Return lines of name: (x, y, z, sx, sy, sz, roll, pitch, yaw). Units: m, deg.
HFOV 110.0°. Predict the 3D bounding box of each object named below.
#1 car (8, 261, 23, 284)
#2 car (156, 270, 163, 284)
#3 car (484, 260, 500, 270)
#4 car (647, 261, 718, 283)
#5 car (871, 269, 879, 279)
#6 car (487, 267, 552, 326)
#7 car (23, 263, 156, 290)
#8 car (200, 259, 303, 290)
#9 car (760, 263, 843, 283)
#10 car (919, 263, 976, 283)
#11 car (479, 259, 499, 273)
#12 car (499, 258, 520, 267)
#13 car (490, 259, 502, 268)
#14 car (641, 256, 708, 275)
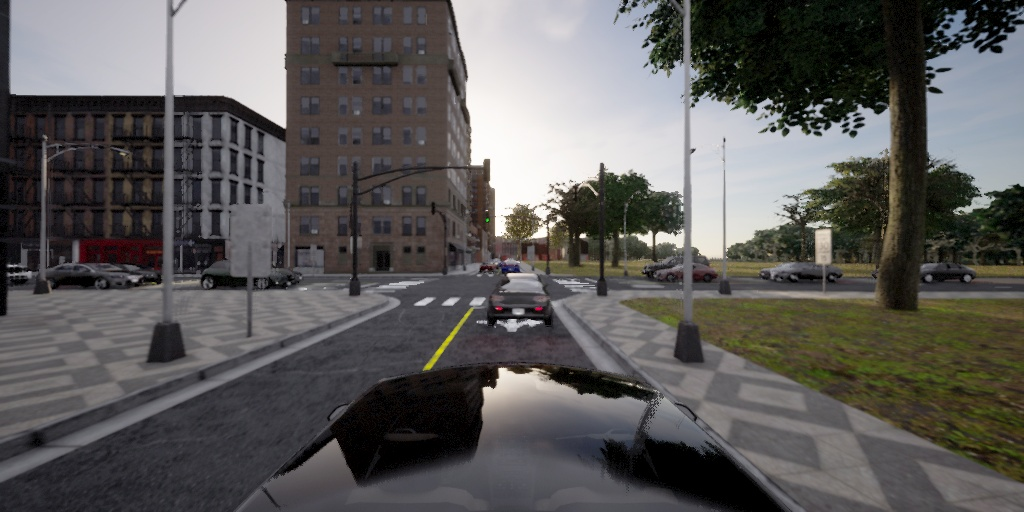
car: (-35.970, 0.926, 24.018, 5.566, 2.045, 2.150, 0, 0, 0)
car: (-25.779, 1.203, 24.026, 4.892, 1.490, 1.837, 0, 0, 0)
car: (-2.876, 1.276, 53.332, 2.033, 1.411, 5.357, 0, 0, 0)
car: (13.279, 1.274, 27.535, 4.674, 1.442, 1.812, 0, 0, -3)
car: (33.744, 1.329, 30.829, 4.674, 1.442, 1.812, 0, 0, 0)
car: (0.300, 1.263, 11.528, 1.812, 1.442, 4.674, 0, 0, 3)
car: (-24.290, 1.161, 20.779, 4.902, 1.511, 2.128, 0, 0, 0)
car: (-15.153, 1.019, 20.797, 4.553, 1.767, 2.097, 0, 0, 0)
car: (22.476, 1.250, 27.567, 4.902, 1.511, 2.128, 0, 0, 0)
car: (32.482, 1.277, 27.577, 4.892, 1.490, 1.837, 0, 0, 0)
car: (-2.922, 1.321, 43.685, 1.895, 1.301, 4.718, 0, 0, 1)
car: (-0.183, 1.195, 39.015, 1.882, 1.535, 5.008, 0, 0, 0)
car: (-2.845, 1.221, 63.024, 1.882, 1.535, 5.008, 0, 0, 0)
car: (14.107, 0.999, 30.806, 5.566, 2.045, 2.150, 0, 0, 0)
